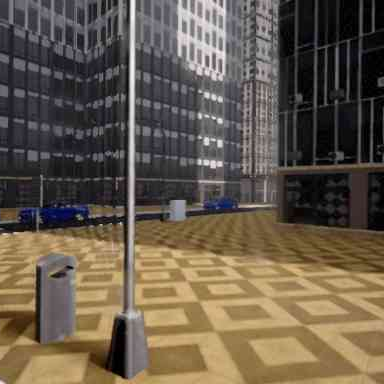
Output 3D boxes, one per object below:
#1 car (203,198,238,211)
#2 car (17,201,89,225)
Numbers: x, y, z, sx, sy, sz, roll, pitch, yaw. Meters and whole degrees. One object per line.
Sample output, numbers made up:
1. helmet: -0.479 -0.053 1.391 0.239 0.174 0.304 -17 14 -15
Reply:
1. car: 3.367 1.395 39.073 1.882 1.535 5.008 1 1 44
2. car: -9.887 1.428 24.024 1.882 1.535 5.008 1 1 39
